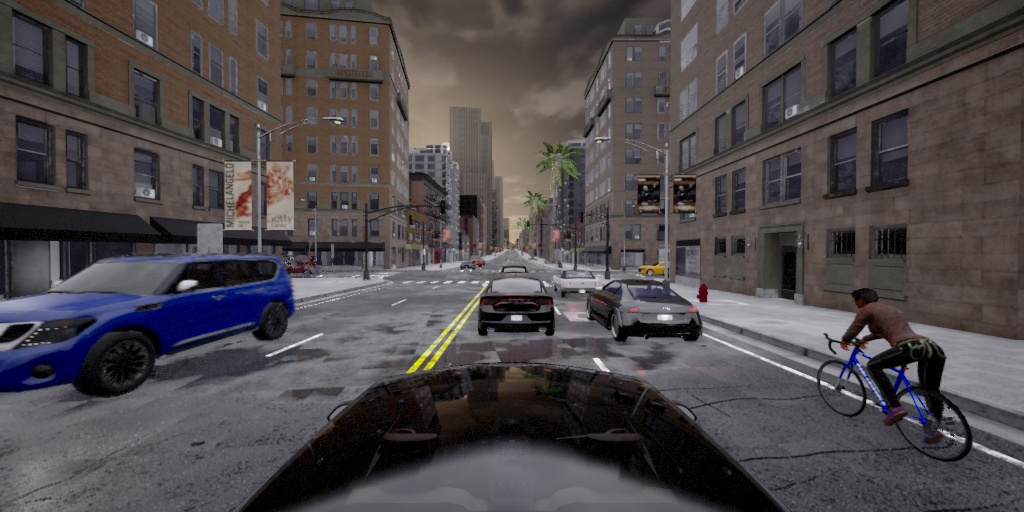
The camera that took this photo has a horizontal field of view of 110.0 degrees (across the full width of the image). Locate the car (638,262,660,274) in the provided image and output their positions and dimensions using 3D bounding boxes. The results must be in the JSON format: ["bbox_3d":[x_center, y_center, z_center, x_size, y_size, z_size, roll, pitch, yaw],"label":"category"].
[{"bbox_3d":[16.367,1.348,39.180,5.008,1.535,1.882,0,1,0],"label":"car"}]

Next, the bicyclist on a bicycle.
[{"bbox_3d":[4.147,1.203,4.053,0.582,1.620,1.656,0,0,0],"label":"bicyclist on a bicycle"}]

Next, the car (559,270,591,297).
[{"bbox_3d":[3.271,1.352,18.847,1.895,1.301,4.718,0,0,0],"label":"car"}]

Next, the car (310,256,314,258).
[{"bbox_3d":[-23.852,0.843,38.777,5.009,1.841,2.192,0,0,-9],"label":"car"}]

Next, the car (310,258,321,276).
[{"bbox_3d":[-20.417,1.154,33.450,4.674,1.442,1.812,0,1,-9],"label":"car"}]

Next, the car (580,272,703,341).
[{"bbox_3d":[3.347,1.314,9.852,1.994,1.385,4.181,0,0,0],"label":"car"}]

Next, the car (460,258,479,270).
[{"bbox_3d":[-6.535,1.318,53.671,1.994,1.385,4.181,0,0,0],"label":"car"}]

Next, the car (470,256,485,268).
[{"bbox_3d":[-6.497,0.976,63.446,2.150,2.045,5.566,0,0,0],"label":"car"}]

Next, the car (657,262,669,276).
[{"bbox_3d":[16.244,1.519,33.236,4.313,1.339,1.948,0,0,0],"label":"car"}]

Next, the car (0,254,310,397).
[{"bbox_3d":[-6.605,0.973,6.909,2.150,2.045,5.566,0,0,0],"label":"car"}]

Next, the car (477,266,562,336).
[{"bbox_3d":[0.109,1.228,10.455,1.882,1.535,5.008,0,0,0],"label":"car"}]
